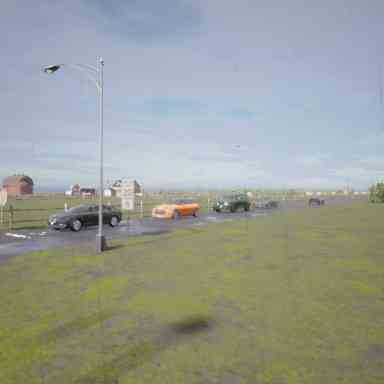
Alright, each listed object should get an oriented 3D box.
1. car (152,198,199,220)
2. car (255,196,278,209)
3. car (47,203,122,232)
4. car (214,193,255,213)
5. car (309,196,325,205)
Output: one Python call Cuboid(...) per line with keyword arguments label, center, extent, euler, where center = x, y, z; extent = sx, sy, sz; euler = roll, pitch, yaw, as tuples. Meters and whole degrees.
Cuboid(label="car", center=(-1.320, 1.316, 28.115), extent=(2.097, 1.767, 4.553), euler=(1, 0, 34))
Cuboid(label="car", center=(10.037, 1.305, 45.042), extent=(2.097, 1.767, 4.553), euler=(1, 0, 34))
Cuboid(label="car", center=(-6.428, 1.475, 20.407), extent=(1.837, 1.490, 4.892), euler=(1, 0, 32))
Cuboid(label="car", center=(4.587, 1.177, 36.938), extent=(2.150, 2.045, 5.566), euler=(1, 0, 34))
Cuboid(label="car", center=(21.296, 1.486, 56.666), extent=(1.837, 1.490, 4.892), euler=(1, 0, 34))
